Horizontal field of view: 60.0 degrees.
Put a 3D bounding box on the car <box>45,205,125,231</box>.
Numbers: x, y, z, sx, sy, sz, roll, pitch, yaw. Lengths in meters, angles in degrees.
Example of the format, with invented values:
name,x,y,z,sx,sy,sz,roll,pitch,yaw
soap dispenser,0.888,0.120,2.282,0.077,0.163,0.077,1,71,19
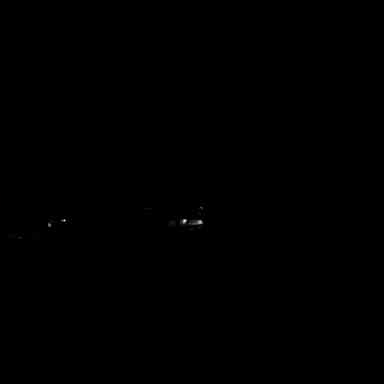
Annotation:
name,x,y,z,sx,sy,sz,roll,pitch,yaw
car,-6.248,1.531,19.962,2.128,1.511,4.902,1,0,37

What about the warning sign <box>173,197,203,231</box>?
name,x,y,z,sx,sy,sz,roll,pitch,yaw
warning sign,-0.231,1.219,19.225,1.300,1.860,1.060,1,1,35

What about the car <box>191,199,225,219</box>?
name,x,y,z,sx,sy,sz,roll,pitch,yaw
car,1.230,1.445,30.517,2.097,1.767,4.553,1,0,35
